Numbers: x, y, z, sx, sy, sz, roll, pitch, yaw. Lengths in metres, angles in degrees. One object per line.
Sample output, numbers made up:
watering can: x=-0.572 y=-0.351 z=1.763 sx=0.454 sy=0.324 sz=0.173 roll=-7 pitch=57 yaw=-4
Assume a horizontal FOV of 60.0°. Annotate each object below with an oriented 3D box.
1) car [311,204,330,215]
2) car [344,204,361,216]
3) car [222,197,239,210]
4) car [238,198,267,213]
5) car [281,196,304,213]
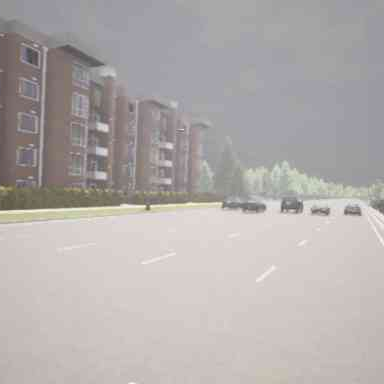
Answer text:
car: x=15.870 y=2.122 z=40.905 sx=1.895 sy=1.301 sz=4.718 roll=2 pitch=0 yaw=26
car: x=20.887 y=2.286 z=43.198 sx=1.994 sy=1.385 sz=4.181 roll=2 pitch=0 yaw=26
car: x=5.628 y=1.440 z=43.939 sx=2.097 sy=1.767 sz=4.553 roll=2 pitch=0 yaw=27
car: x=7.566 y=1.659 z=39.882 sx=1.882 sy=1.535 sz=5.008 roll=2 pitch=0 yaw=26
car: x=12.992 y=1.619 z=43.013 sx=2.150 sy=2.045 sz=5.566 roll=2 pitch=0 yaw=27
